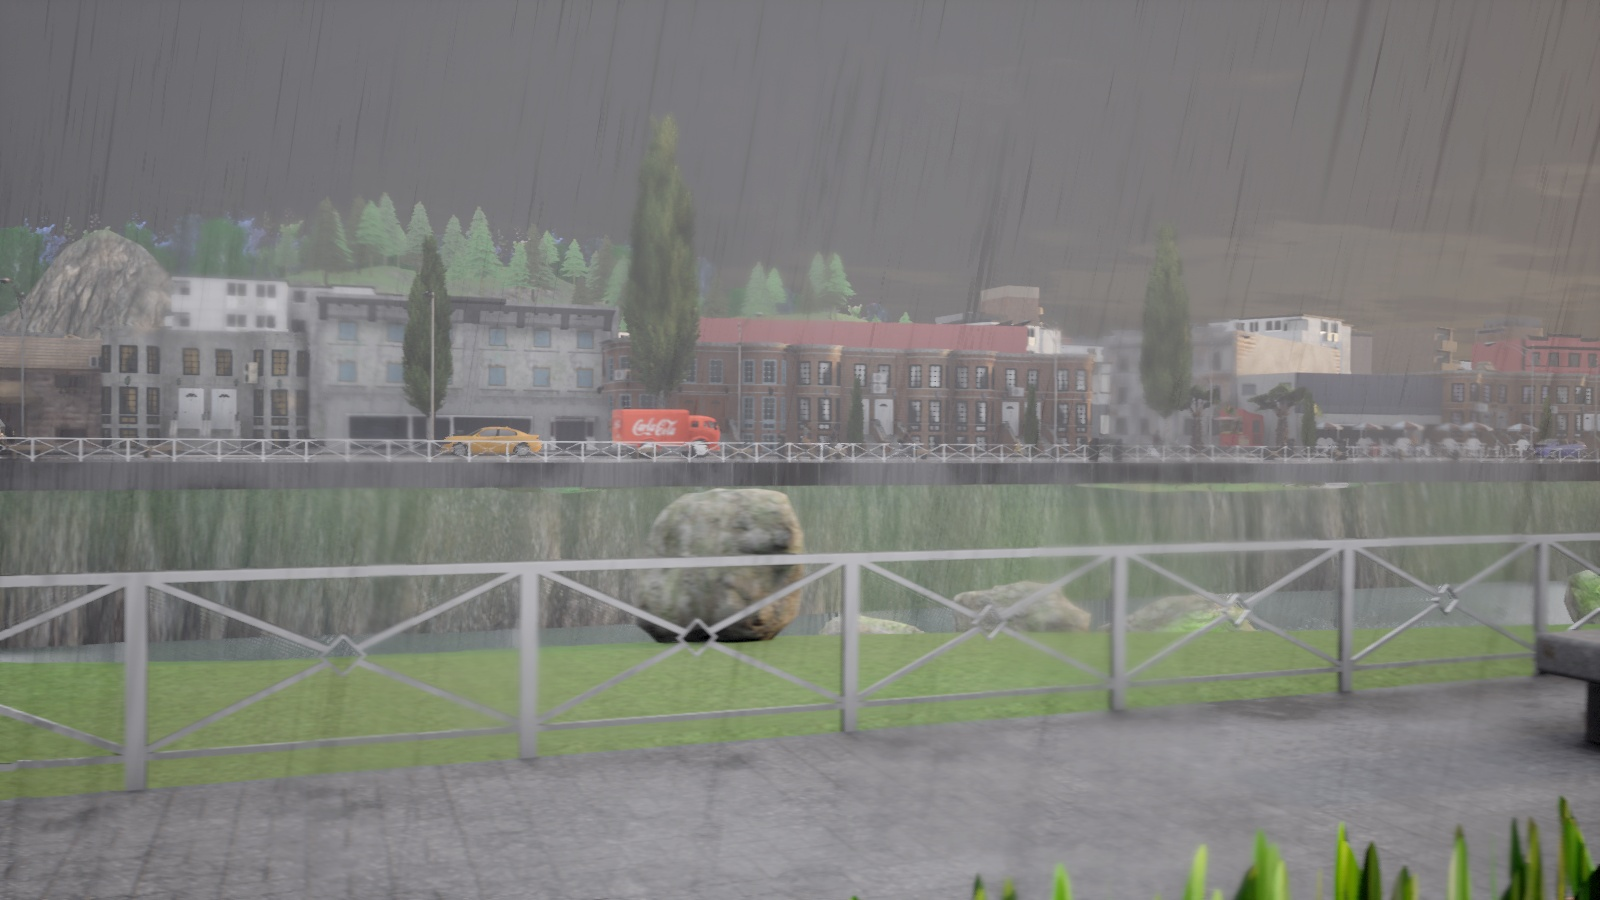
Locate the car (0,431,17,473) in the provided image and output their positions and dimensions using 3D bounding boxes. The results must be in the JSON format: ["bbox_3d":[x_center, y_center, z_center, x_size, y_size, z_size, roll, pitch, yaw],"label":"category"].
[{"bbox_3d":[-37.505,0.118,55.470,4.605,1.855,1.932,-1,1,-21],"label":"car"}]

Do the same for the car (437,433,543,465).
[{"bbox_3d":[-15.743,-0.091,63.741,5.008,1.535,1.882,-1,1,-21],"label":"car"}]

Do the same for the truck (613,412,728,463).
[{"bbox_3d":[-6.512,-0.643,62.965,5.204,2.467,2.627,-1,1,-21],"label":"truck"}]

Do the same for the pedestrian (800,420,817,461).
[{"bbox_3d":[0.393,-0.421,56.831,0.694,1.848,0.540,-1,1,-8],"label":"pedestrian"}]
